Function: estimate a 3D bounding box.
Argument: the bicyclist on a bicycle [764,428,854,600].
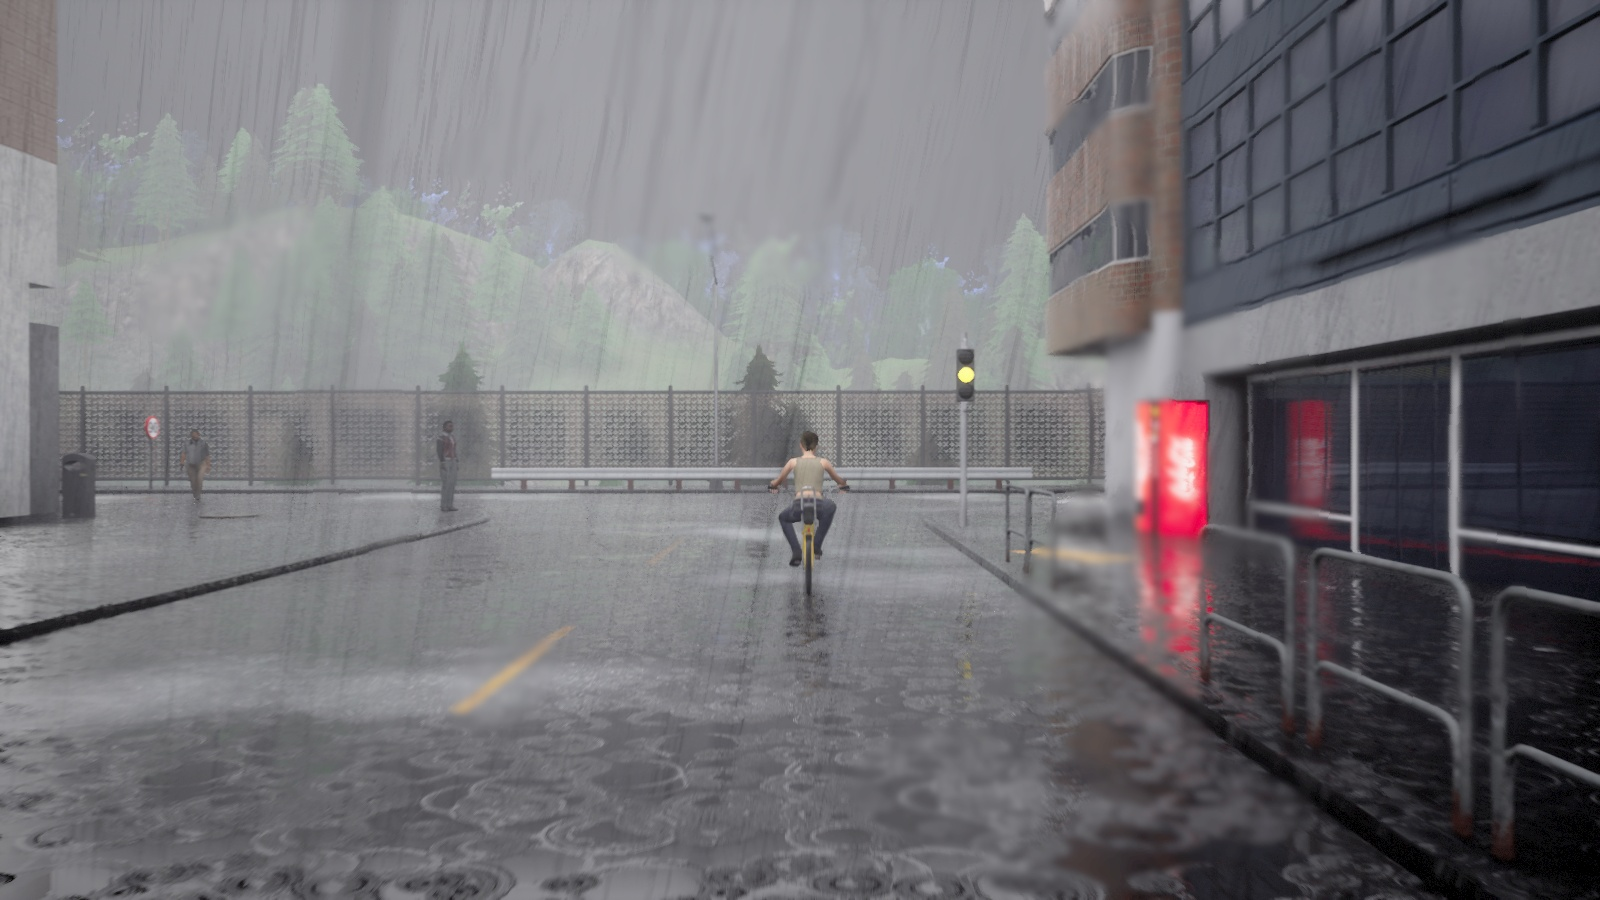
[{"bbox_3d":[0.088,0.608,12.831,0.866,1.612,1.509,0,3,0],"label":"bicyclist on a bicycle"}]

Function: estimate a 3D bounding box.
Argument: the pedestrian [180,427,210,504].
[{"bbox_3d":[-14.583,0.364,30.264,0.540,1.848,0.694,0,0,-16],"label":"pedestrian"}]

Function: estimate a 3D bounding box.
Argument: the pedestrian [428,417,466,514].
[{"bbox_3d":[-7.080,0.306,25.190,0.666,1.930,0.402,0,0,33],"label":"pedestrian"}]
